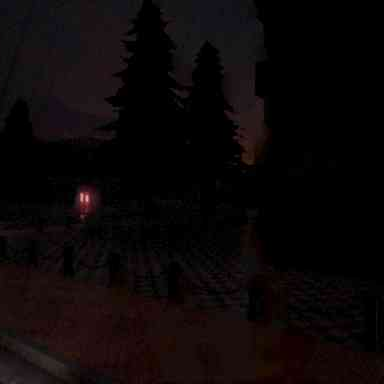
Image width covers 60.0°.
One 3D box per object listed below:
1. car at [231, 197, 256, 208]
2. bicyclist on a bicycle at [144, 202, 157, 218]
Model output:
[{"bbox_3d":[7.458,1.478,47.807,1.882,1.535,5.008,0,0,35],"label":"car"},{"bbox_3d":[-3.205,1.304,25.763,1.656,1.620,0.582,0,0,35],"label":"bicyclist on a bicycle"}]
